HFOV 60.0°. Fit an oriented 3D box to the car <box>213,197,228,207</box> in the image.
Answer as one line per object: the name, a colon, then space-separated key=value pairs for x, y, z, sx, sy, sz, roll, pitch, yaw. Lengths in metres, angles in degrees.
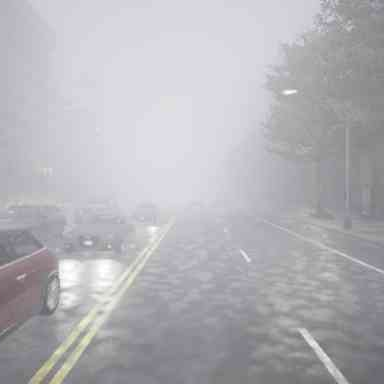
car: x=4.039 y=1.448 z=47.489 sx=1.994 sy=1.385 sz=4.181 roll=0 pitch=0 yaw=1

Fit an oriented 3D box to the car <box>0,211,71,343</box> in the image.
car: x=-3.563 y=1.332 z=4.470 sx=2.097 sy=1.767 sz=4.553 roll=0 pitch=0 yaw=1

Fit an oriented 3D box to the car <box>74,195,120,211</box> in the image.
car: x=-6.778 y=1.248 z=24.343 sx=2.150 sy=2.045 sz=5.566 roll=0 pitch=0 yaw=1

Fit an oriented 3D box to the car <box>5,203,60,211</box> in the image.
car: x=-6.961 y=1.300 z=13.973 sx=2.097 sy=1.767 sz=4.553 roll=0 pitch=0 yaw=1

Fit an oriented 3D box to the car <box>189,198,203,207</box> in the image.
car: x=0.538 y=1.478 z=47.274 sx=1.895 sy=1.301 sz=4.718 roll=0 pitch=0 yaw=1

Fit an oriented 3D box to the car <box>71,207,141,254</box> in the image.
car: x=-3.473 y=1.521 z=13.193 sx=1.994 sy=1.385 sz=4.181 roll=0 pitch=0 yaw=1

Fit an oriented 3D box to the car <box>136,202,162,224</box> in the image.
car: x=-3.278 y=1.493 z=24.341 sx=1.837 sy=1.490 sz=4.892 roll=0 pitch=0 yaw=1
